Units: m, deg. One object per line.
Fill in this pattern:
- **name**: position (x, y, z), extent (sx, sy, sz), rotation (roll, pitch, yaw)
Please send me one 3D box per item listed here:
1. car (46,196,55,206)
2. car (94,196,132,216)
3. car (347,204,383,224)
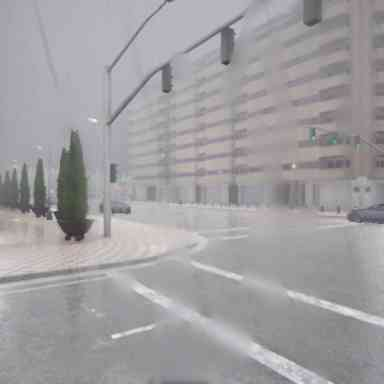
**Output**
- **car**: position (-21.292, 1.418, 51.740), extent (2.128, 1.511, 4.902), rotation (0, 0, -35)
- **car**: position (-7.495, 1.430, 32.039), extent (1.837, 1.490, 4.892), rotation (0, 0, -35)
- **car**: position (12.571, 1.476, 21.976), extent (1.994, 1.385, 4.181), rotation (0, 0, -35)
